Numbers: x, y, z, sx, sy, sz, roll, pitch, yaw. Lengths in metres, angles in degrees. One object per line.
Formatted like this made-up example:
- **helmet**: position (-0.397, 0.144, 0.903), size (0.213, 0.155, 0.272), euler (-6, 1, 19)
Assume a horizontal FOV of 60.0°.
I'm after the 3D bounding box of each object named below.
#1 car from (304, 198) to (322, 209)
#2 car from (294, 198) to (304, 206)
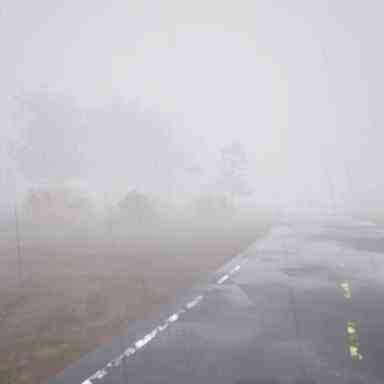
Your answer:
- **car**: position (19.672, 1.987, 53.675), size (1.837, 1.490, 4.892), euler (0, 0, 13)
- **car**: position (22.817, 1.991, 70.045), size (2.097, 1.767, 4.553), euler (0, -1, 9)
